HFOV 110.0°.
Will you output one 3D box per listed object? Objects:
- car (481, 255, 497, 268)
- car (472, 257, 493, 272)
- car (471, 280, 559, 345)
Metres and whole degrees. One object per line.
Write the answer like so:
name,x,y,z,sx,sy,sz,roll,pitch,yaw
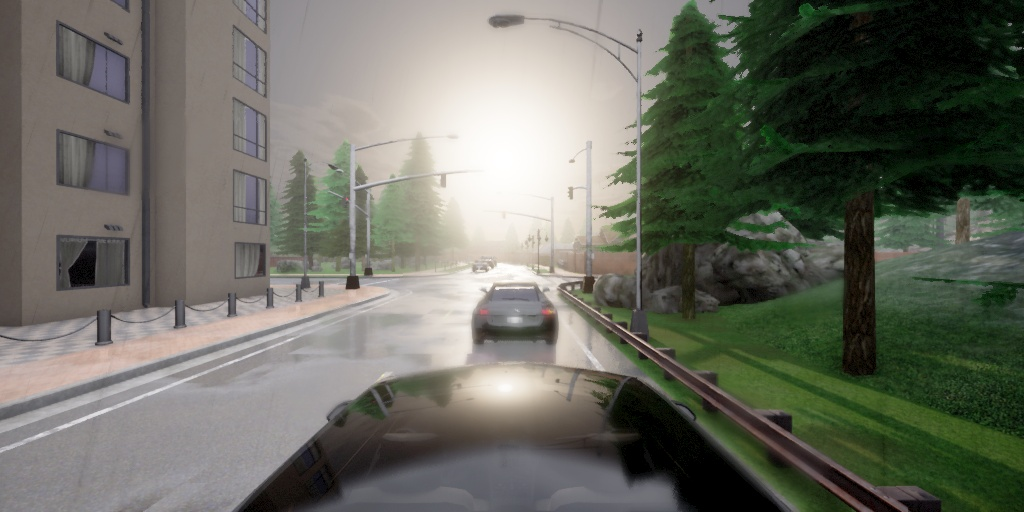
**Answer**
car,-3.976,0.940,56.229,2.150,2.045,5.566,0,0,0
car,-3.934,1.212,45.624,2.128,1.511,4.902,0,0,0
car,0.083,1.314,9.536,1.994,1.385,4.181,0,0,1
